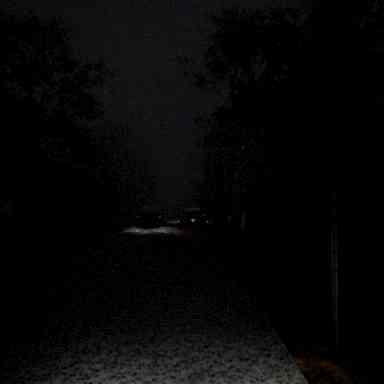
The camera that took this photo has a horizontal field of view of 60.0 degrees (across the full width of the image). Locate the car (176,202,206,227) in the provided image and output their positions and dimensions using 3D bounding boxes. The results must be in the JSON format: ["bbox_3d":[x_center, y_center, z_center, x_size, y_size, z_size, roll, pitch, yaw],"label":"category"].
[{"bbox_3d":[0.055,1.661,23.711,1.812,1.442,4.674,0,0,0],"label":"car"}]

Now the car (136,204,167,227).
[{"bbox_3d":[-2.896,1.621,24.405,1.882,1.535,5.008,0,-1,0],"label":"car"}]

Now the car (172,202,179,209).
[{"bbox_3d":[-3.077,2.645,66.876,2.033,1.411,5.357,0,-2,0],"label":"car"}]

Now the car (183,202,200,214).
[{"bbox_3d":[-0.033,1.985,42.304,2.033,1.411,5.357,0,-1,0],"label":"car"}]
